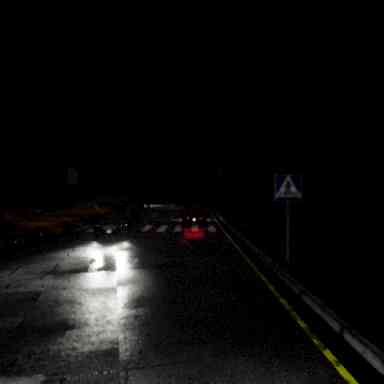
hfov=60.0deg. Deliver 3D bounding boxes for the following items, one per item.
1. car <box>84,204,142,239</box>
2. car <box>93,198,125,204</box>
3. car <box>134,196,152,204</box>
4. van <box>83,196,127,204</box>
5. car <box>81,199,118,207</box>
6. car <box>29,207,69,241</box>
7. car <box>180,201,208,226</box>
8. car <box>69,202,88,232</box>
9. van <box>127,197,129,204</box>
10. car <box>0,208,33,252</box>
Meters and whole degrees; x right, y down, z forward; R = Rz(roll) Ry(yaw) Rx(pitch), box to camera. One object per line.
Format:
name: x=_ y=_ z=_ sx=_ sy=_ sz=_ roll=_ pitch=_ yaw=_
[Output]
car: x=-3.929 y=1.619 z=18.187 sx=2.128 sy=1.511 sz=4.902 roll=0 pitch=0 yaw=0
car: x=-9.169 y=1.664 z=30.983 sx=5.008 sy=1.535 sz=2.097 roll=-1 pitch=0 yaw=-20
car: x=-8.829 y=1.474 z=60.281 sx=2.128 sy=1.511 sz=4.902 roll=0 pitch=0 yaw=-32
van: x=-9.293 y=1.422 z=33.929 sx=4.442 sy=1.987 sz=1.878 roll=-1 pitch=1 yaw=-20
car: x=-9.317 y=1.673 z=27.915 sx=5.366 sy=1.575 sz=1.946 roll=-1 pitch=0 yaw=-20
car: x=-8.961 y=1.593 z=16.028 sx=5.366 sy=1.575 sz=1.946 roll=-1 pitch=-1 yaw=-20
car: x=0.174 y=1.680 z=25.315 sx=1.837 sy=1.490 sz=4.892 roll=0 pitch=-1 yaw=0
car: x=-8.960 y=1.614 z=19.029 sx=5.366 sy=1.575 sz=1.946 roll=-1 pitch=-1 yaw=-20
van: x=-9.312 y=1.403 z=36.930 sx=4.442 sy=1.987 sz=1.878 roll=-1 pitch=1 yaw=-20
car: x=-9.146 y=1.578 z=12.963 sx=4.892 sy=1.521 sz=2.231 roll=-1 pitch=-1 yaw=-20
